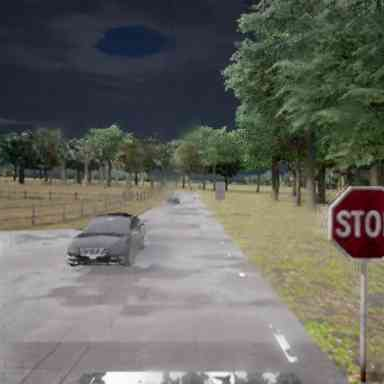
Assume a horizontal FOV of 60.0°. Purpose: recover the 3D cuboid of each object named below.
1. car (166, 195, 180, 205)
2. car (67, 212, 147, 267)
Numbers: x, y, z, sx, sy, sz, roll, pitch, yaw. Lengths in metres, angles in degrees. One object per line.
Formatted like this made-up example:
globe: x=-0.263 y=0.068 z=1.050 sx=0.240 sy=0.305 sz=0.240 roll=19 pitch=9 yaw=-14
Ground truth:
car: x=-2.695 y=1.145 z=47.745 sx=1.895 sy=1.301 sz=4.718 roll=0 pitch=1 yaw=0
car: x=-2.725 y=1.525 z=11.600 sx=1.837 sy=1.490 sz=4.892 roll=1 pitch=1 yaw=0
